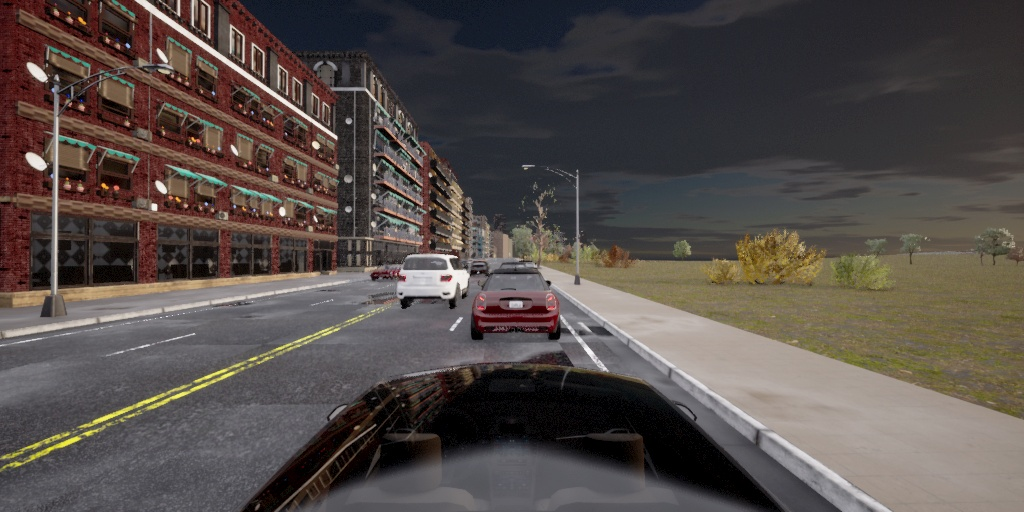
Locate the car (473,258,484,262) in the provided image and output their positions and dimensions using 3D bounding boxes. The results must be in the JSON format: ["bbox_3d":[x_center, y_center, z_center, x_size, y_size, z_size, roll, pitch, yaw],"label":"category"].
[{"bbox_3d":[-3.198,1.261,36.441,1.837,1.490,4.892,0,1,0],"label":"car"}]

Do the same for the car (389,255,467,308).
[{"bbox_3d":[-3.171,0.971,15.387,2.150,2.045,5.566,0,0,0],"label":"car"}]

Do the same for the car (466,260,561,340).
[{"bbox_3d":[0.081,1.103,10.133,2.097,1.767,4.553,0,0,0],"label":"car"}]

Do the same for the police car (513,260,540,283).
[{"bbox_3d":[1.098,1.179,29.401,1.930,1.638,5.238,0,0,0],"label":"police car"}]

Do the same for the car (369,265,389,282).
[{"bbox_3d":[-9.889,1.354,29.253,1.895,1.301,4.718,0,0,0],"label":"car"}]
